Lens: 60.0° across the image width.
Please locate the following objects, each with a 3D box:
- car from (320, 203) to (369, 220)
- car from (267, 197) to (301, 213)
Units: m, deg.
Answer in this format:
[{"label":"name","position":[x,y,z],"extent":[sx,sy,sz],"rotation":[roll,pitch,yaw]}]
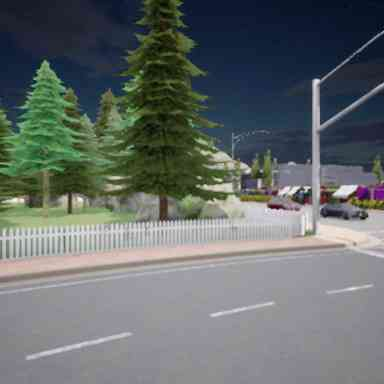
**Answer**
[{"label":"car","position":[12.998,1.626,28.566],"extent":[1.994,1.385,4.181],"rotation":[0,0,-16]},{"label":"car","position":[10.382,1.414,37.897],"extent":[2.097,1.767,4.553],"rotation":[0,0,-16]}]
